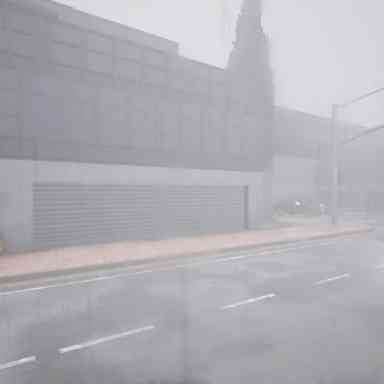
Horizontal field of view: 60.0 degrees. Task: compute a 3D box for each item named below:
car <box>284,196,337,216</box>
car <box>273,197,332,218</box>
[{"bbox_3d":[11.825,1.352,33.450,2.097,1.767,4.553,0,0,-37],"label":"car"},{"bbox_3d":[9.736,1.491,30.393,2.128,1.511,4.902,0,0,-37],"label":"car"}]
